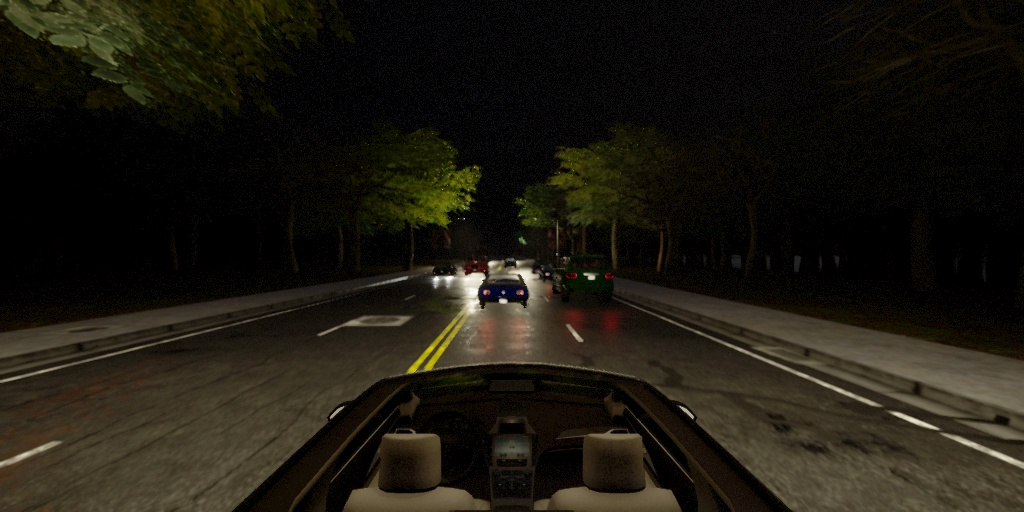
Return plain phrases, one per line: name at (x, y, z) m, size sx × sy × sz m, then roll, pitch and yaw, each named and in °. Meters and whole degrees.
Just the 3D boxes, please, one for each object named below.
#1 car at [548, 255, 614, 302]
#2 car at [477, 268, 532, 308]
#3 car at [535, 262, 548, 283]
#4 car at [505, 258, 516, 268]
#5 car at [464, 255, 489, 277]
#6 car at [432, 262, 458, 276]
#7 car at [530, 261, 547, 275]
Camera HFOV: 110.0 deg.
car at (3.225, 0.975, 17.259) m, size 2.150 × 2.045 × 5.566 m, roll 0°, pitch 0°, yaw 0°
car at (-0.305, 1.355, 15.210) m, size 1.895 × 1.301 × 4.718 m, roll 0°, pitch 0°, yaw 0°
car at (3.178, 1.344, 28.270) m, size 1.895 × 1.301 × 4.718 m, roll 0°, pitch 0°, yaw 0°
car at (-0.256, 1.152, 59.116) m, size 2.128 × 1.511 × 4.902 m, roll 0°, pitch 0°, yaw 0°
car at (-3.470, 0.953, 36.032) m, size 2.150 × 2.045 × 5.566 m, roll 0°, pitch 0°, yaw 0°
car at (-6.722, 1.296, 36.293) m, size 1.994 × 1.385 × 4.181 m, roll 0°, pitch 0°, yaw 0°
car at (3.107, 1.230, 39.251) m, size 1.837 × 1.490 × 4.892 m, roll 0°, pitch 0°, yaw 0°
